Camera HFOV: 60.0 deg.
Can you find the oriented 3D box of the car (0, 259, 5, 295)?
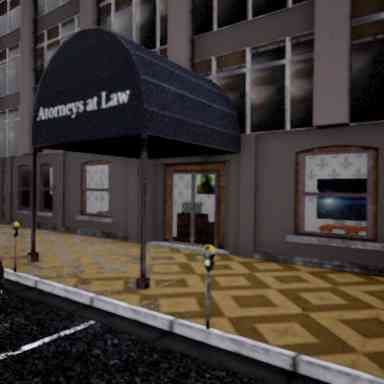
[{"bbox_3d":[-5.483,1.468,6.775,4.403,1.369,2.008,1,1,35],"label":"car"}]
